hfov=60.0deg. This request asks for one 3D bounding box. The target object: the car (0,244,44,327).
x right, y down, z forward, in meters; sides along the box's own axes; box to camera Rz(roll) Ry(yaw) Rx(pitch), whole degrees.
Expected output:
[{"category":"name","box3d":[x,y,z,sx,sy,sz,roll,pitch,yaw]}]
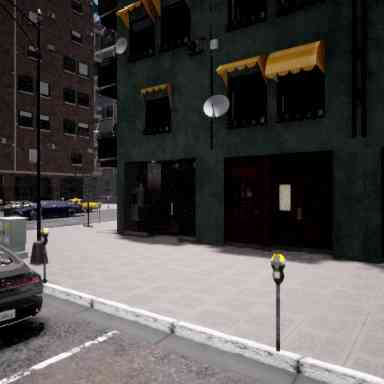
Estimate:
[{"category":"car","box3d":[-4.458,1.551,6.072,4.403,1.369,2.008,0,0,36]}]

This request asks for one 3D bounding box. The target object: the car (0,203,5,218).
[{"category":"car","box3d":[-13.974,1.350,26.105,2.008,1.369,4.403,1,1,35]}]

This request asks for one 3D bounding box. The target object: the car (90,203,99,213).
[{"category":"car","box3d":[-10.874,1.250,30.522,1.752,1.417,4.829,1,1,35]}]

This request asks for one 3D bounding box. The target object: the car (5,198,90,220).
[{"category":"car","box3d":[-11.020,1.327,25.778,2.033,1.411,5.357,0,1,39]}]
